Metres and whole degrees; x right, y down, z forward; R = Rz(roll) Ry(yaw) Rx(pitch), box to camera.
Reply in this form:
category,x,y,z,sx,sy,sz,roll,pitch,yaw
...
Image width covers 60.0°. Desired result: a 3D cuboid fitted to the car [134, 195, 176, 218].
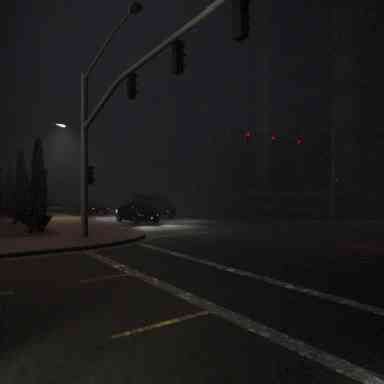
category,x,y,z,sx,sy,sz,roll,pitch,yaw
car,-3.614,1.277,30.438,2.150,2.045,5.566,0,0,-35

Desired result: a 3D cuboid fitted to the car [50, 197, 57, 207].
category,x,y,z,sx,sy,sz,roll,pitch,yaw
car,-22.204,1.407,51.095,2.097,1.767,4.553,0,0,-34

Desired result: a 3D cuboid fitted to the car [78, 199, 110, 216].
category,x,y,z,sx,sy,sz,roll,pitch,yaw
car,-9.882,1.656,33.309,1.895,1.301,4.718,0,0,-35

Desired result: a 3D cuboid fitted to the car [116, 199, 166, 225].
category,x,y,z,sx,sy,sz,roll,pitch,yaw
car,-4.174,1.560,25.122,1.837,1.490,4.892,0,0,-35
